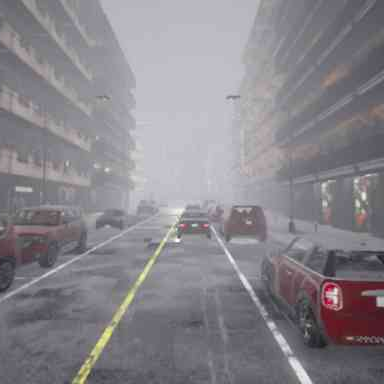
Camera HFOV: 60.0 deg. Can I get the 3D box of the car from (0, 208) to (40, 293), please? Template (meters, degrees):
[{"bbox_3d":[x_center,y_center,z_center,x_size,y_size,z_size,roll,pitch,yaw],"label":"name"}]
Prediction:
[{"bbox_3d":[-5.288,1.381,6.438,2.192,1.841,5.009,1,-1,0],"label":"car"}]

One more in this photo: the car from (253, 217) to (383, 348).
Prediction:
[{"bbox_3d":[2.597,1.506,6.372,1.967,1.590,4.097,1,-1,0],"label":"car"}]

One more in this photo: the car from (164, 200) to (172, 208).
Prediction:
[{"bbox_3d":[-5.262,2.290,61.739,1.802,1.307,4.206,1,-1,0],"label":"car"}]

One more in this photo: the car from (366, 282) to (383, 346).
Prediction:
[{"bbox_3d":[2.584,1.555,0.839,1.887,1.381,4.507,1,-1,0],"label":"car"}]

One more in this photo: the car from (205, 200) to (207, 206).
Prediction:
[{"bbox_3d":[2.572,2.010,39.556,1.802,1.307,4.206,1,-1,0],"label":"car"}]

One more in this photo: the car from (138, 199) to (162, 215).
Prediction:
[{"bbox_3d":[-5.268,1.743,39.619,2.192,1.841,5.009,1,-1,0],"label":"car"}]

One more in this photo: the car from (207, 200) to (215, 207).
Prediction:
[{"bbox_3d":[2.568,1.740,28.496,1.967,1.590,4.097,1,-1,0],"label":"car"}]

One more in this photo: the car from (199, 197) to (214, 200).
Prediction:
[{"bbox_3d":[2.584,1.879,50.621,2.192,1.841,5.009,1,-1,0],"label":"car"}]

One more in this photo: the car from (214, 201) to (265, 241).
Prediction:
[{"bbox_3d":[2.565,1.494,17.434,2.192,1.841,5.009,1,-1,0],"label":"car"}]

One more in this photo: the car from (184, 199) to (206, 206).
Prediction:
[{"bbox_3d":[0.125,1.897,37.664,2.128,1.511,4.902,0,-1,0],"label":"car"}]

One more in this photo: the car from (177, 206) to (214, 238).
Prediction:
[{"bbox_3d":[0.113,1.744,19.112,2.033,1.411,5.357,0,-1,0],"label":"car"}]

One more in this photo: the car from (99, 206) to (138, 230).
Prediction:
[{"bbox_3d":[-5.284,1.804,23.027,1.947,1.339,4.313,1,-1,0],"label":"car"}]

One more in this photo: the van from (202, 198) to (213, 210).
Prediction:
[{"bbox_3d":[2.586,1.976,56.152,1.690,1.788,3.998,1,-1,0],"label":"van"}]

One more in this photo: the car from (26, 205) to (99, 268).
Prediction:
[{"bbox_3d":[-5.284,1.437,11.968,2.192,1.841,5.009,1,-1,0],"label":"car"}]

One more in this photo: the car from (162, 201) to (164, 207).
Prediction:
[{"bbox_3d":[-5.271,2.040,45.147,1.887,1.381,4.507,1,-1,0],"label":"car"}]
